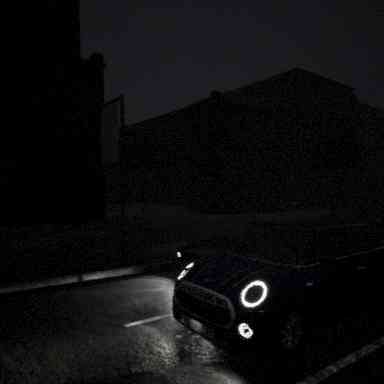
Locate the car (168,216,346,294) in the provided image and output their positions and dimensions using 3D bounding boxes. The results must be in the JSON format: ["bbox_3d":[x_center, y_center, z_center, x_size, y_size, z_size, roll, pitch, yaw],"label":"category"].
[{"bbox_3d":[2.112,1.568,9.804,5.357,1.411,2.033,0,0,-36],"label":"car"}]

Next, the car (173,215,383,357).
[{"bbox_3d":[1.881,1.365,6.188,4.553,1.767,2.097,0,0,-36],"label":"car"}]
